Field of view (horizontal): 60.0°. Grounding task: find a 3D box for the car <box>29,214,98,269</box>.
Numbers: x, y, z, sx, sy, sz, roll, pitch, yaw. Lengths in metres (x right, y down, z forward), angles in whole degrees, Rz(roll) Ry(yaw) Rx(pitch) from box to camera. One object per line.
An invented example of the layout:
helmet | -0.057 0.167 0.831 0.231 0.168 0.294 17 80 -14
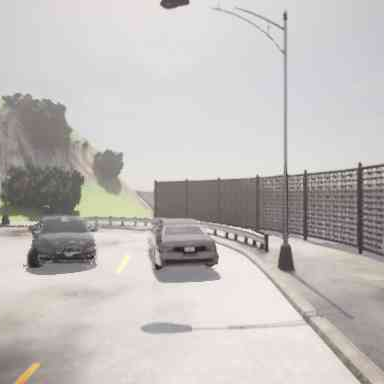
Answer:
car | -4.585 1.583 11.771 1.837 1.490 4.892 4 -2 -26

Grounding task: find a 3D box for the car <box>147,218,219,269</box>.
car | -0.500 1.623 11.527 2.033 1.411 5.357 0 0 -10
